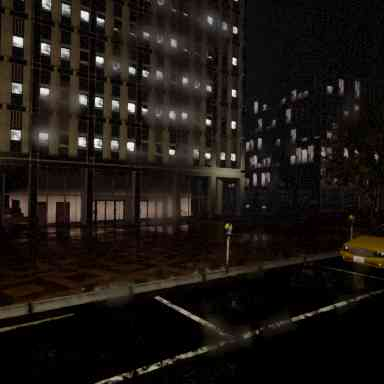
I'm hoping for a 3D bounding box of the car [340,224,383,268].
[{"bbox_3d":[6.608,1.533,10.489,4.829,1.417,1.752,0,1,-34],"label":"car"}]
